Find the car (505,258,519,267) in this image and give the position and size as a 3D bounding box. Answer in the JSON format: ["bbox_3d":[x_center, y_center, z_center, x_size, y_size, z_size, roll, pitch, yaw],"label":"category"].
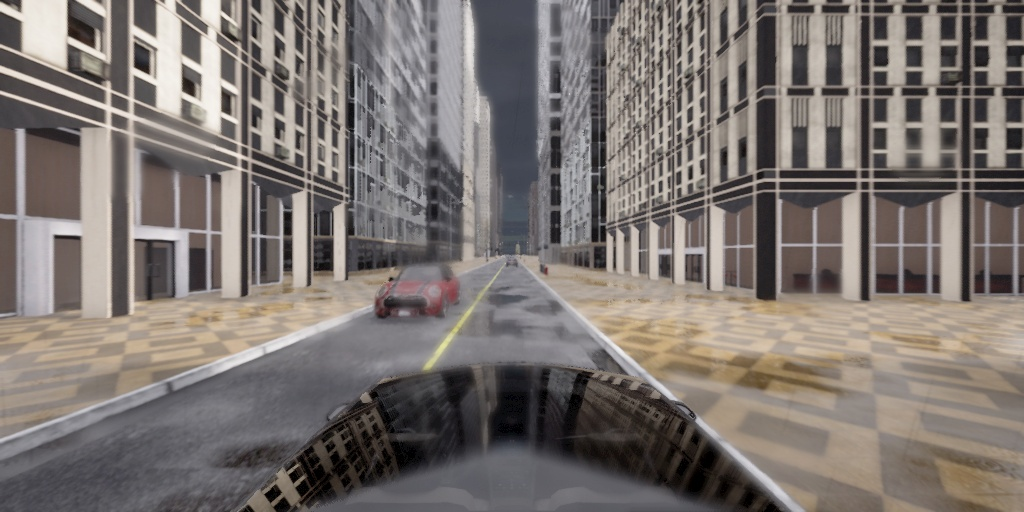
[{"bbox_3d":[-0.001,1.008,57.090,2.128,1.511,4.902,0,0,0],"label":"car"}]

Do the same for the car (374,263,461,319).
[{"bbox_3d":[-3.085,1.059,12.567,2.097,1.767,4.553,0,0,0],"label":"car"}]
